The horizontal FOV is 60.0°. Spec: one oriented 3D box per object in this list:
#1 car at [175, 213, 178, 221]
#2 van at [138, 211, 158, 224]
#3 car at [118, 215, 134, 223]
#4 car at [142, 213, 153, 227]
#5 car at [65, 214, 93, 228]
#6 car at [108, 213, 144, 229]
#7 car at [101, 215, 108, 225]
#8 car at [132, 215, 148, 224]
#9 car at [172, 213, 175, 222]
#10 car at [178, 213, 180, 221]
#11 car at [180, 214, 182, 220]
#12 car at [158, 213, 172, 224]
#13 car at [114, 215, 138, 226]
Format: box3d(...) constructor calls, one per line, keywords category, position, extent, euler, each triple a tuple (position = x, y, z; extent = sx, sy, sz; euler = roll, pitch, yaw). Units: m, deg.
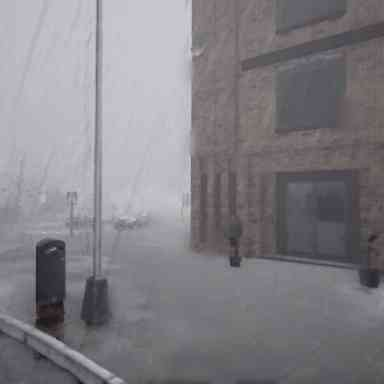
box3d(category="car", position=(-5.016, 5.831, 73.503), extent=(2.231, 1.521, 4.892), euler=(0, -4, 3))
box3d(category="van", position=(-6.328, 3.685, 45.988), extent=(1.878, 1.987, 4.442), euler=(0, -4, 3))
box3d(category="car", position=(-12.018, 4.919, 60.625), extent=(1.812, 1.442, 4.674), euler=(0, -4, 3))
box3d(category="car", position=(-6.596, 3.550, 40.379), extent=(2.163, 1.488, 4.792), euler=(0, -4, 3))
box3d(category="car", position=(-13.039, 3.356, 38.532), extent=(1.837, 1.490, 4.892), euler=(0, -5, 2))
box3d(category="car", position=(-6.841, 3.179, 34.900), extent=(2.002, 1.452, 4.674), euler=(2, -4, 3))
box3d(category="car", position=(-12.481, 4.265, 50.934), extent=(2.033, 1.411, 5.357), euler=(0, -4, 3))
box3d(category="car", position=(-8.994, 4.731, 57.818), extent=(1.837, 1.490, 4.892), euler=(0, -4, 3))
box3d(category="car", position=(-5.279, 5.319, 67.981), extent=(2.185, 1.767, 4.553), euler=(0, -4, 3))
box3d(category="car", position=(-4.754, 6.213, 79.009), extent=(2.097, 1.535, 5.008), euler=(0, -4, 3))
box3d(category="car", position=(-4.493, 6.340, 84.441), extent=(2.435, 2.045, 5.566), euler=(0, -4, 3))
box3d(category="car", position=(-5.543, 4.935, 62.475), extent=(2.185, 1.767, 4.553), euler=(0, -4, 3))
box3d(category="car", position=(-9.400, 4.013, 47.688), extent=(2.128, 1.511, 4.902), euler=(0, -4, 3))
